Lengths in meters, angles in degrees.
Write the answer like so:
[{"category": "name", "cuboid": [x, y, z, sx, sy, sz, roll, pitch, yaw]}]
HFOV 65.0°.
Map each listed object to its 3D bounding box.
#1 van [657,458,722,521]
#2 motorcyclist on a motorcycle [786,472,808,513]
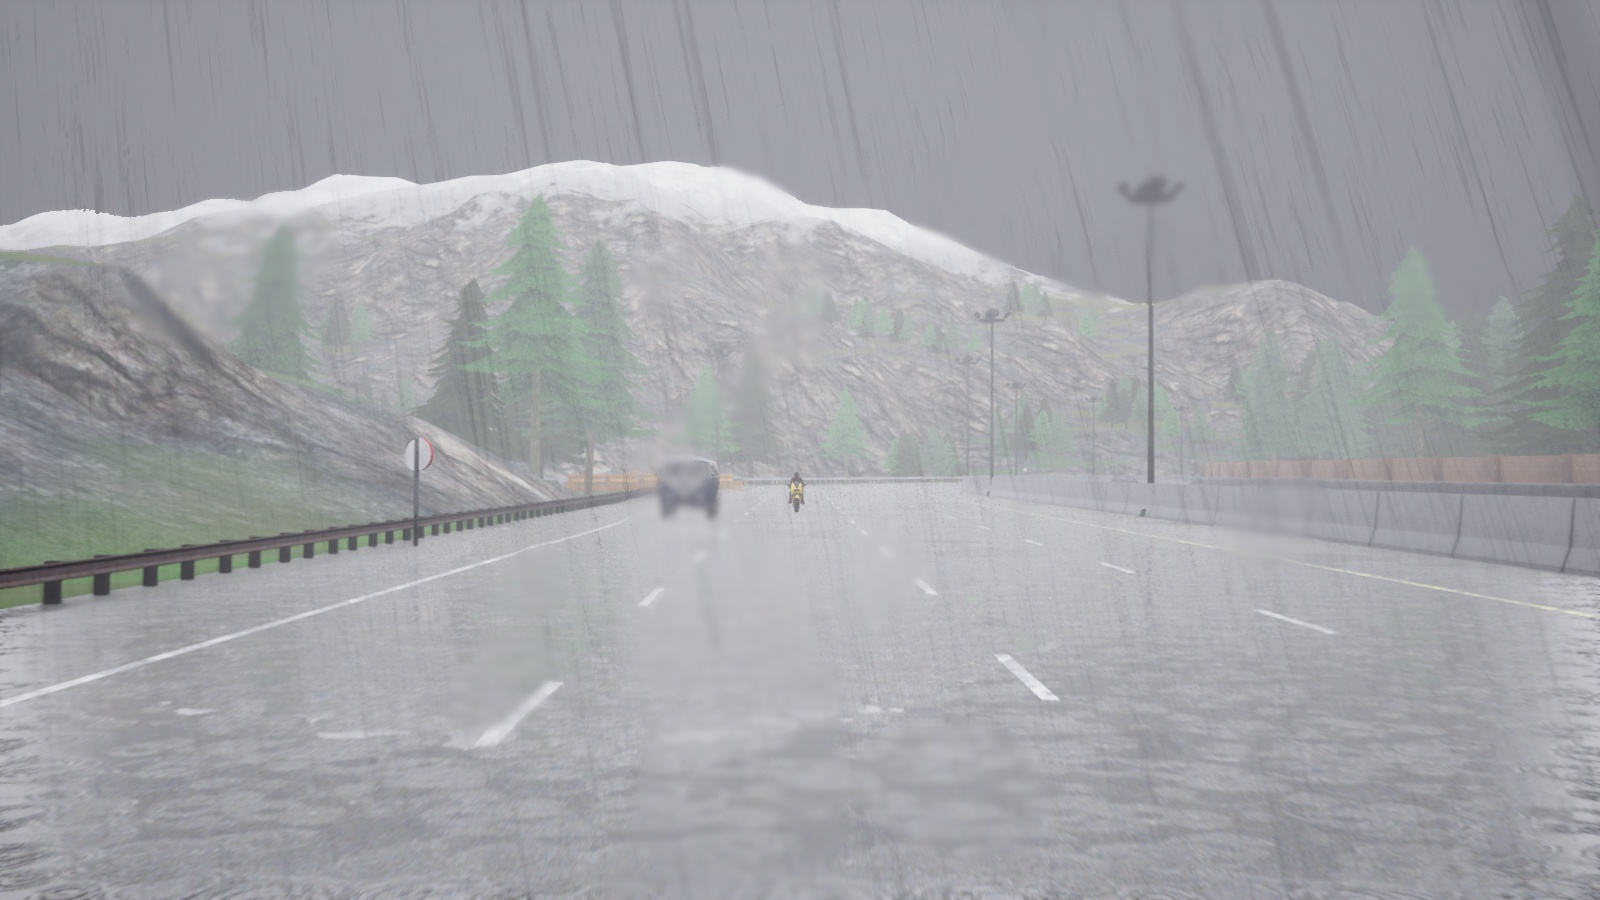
[{"category": "van", "cuboid": [-3.601, 1.277, 41.547, 1.775, 1.987, 4.442, 0, -1, 0]}, {"category": "motorcyclist on a motorcycle", "cuboid": [-0.114, 1.587, 47.176, 0.797, 1.523, 2.044, 0, -1, 0]}]
